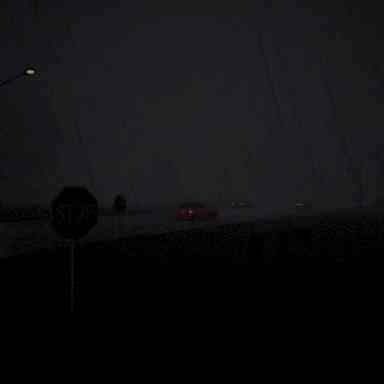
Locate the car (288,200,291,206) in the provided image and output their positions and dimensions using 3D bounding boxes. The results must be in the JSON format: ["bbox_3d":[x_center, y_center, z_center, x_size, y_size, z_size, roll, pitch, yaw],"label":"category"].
[{"bbox_3d":[22.471,2.208,71.850,2.097,1.767,4.553,1,0,36],"label":"car"}]

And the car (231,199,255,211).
[{"bbox_3d":[7.978,1.871,51.792,2.097,1.767,4.553,1,-1,36],"label":"car"}]

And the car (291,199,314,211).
[{"bbox_3d":[18.436,2.226,54.319,2.128,1.511,4.902,1,0,36],"label":"car"}]

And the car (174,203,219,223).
[{"bbox_3d":[0.491,1.727,29.477,2.097,1.767,4.553,1,0,36],"label":"car"}]
